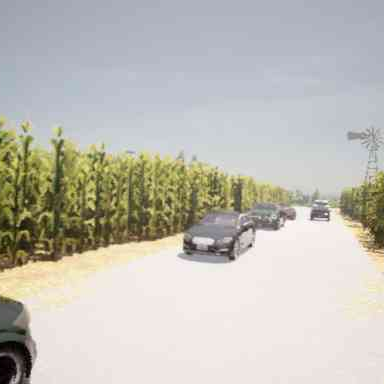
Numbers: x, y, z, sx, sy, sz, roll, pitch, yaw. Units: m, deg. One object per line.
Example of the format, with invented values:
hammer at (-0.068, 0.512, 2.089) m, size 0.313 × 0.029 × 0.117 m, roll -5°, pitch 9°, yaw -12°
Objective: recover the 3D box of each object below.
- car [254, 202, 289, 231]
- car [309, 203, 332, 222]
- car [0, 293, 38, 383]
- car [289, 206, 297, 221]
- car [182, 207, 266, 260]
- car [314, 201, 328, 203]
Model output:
car at (4.864, 1.458, 21.939) m, size 2.097 × 1.767 × 4.553 m, roll 3°, pitch 0°, yaw 22°
car at (13.246, 2.181, 34.309) m, size 1.837 × 1.490 × 4.892 m, roll 3°, pitch -1°, yaw 22°
car at (-3.348, 1.410, 2.381) m, size 1.994 × 1.385 × 4.181 m, roll 3°, pitch 0°, yaw 28°
car at (9.081, 2.008, 32.517) m, size 1.994 × 1.385 × 4.181 m, roll 3°, pitch -1°, yaw 22°
car at (1.231, 1.507, 12.834) m, size 2.128 × 1.511 × 4.902 m, roll 3°, pitch 1°, yaw 22°
car at (17.178, 2.155, 44.294) m, size 2.150 × 2.045 × 5.566 m, roll 3°, pitch 0°, yaw 22°
